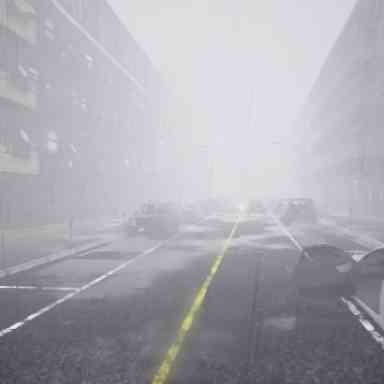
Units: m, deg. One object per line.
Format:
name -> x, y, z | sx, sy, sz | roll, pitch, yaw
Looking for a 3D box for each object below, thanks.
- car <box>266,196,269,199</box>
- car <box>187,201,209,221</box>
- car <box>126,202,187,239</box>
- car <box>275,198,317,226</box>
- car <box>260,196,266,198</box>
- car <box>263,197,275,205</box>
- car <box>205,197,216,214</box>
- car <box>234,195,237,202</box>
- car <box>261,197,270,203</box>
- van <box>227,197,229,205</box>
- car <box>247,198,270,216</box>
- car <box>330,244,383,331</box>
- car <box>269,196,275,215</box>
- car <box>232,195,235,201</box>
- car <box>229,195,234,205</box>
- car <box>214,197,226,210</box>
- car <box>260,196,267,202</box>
car -> 12.292, 1.663, 50.821 | 1.802, 1.307, 4.206 | -1, -1, 10
car -> 0.001, 1.782, 29.914 | 2.008, 1.369, 4.403 | -1, 0, 10
car -> -2.027, 1.510, 18.716 | 2.192, 1.841, 5.009 | -1, 0, 10
car -> 7.228, 1.295, 22.825 | 2.192, 1.841, 5.009 | -1, 0, 10
car -> 8.380, 1.603, 44.099 | 1.882, 1.535, 5.008 | -2, 0, 11
car -> 14.315, 1.676, 62.018 | 1.887, 1.381, 4.507 | -1, -1, 10
car -> 1.011, 1.690, 35.515 | 1.967, 1.590, 4.097 | -1, 0, 10
car -> 11.127, 1.829, 91.508 | 2.192, 1.841, 5.009 | -1, -1, 10
car -> 17.352, 1.801, 78.816 | 1.802, 1.307, 4.206 | -1, -1, 10
van -> 5.056, 1.680, 57.910 | 1.690, 1.788, 3.998 | -1, 0, 10
car -> 6.630, 1.653, 34.204 | 1.994, 1.385, 4.181 | -2, 0, 10
car -> 3.685, 1.464, 5.123 | 1.812, 1.442, 4.674 | -2, 0, 10
car -> 9.254, 1.457, 34.023 | 1.967, 1.590, 4.097 | -1, 0, 10
car -> 8.097, 2.004, 74.709 | 1.802, 1.307, 4.206 | -1, -1, 10
car -> 7.053, 1.917, 68.941 | 1.752, 1.417, 4.829 | -1, -1, 10
car -> 3.032, 1.606, 46.713 | 2.192, 1.841, 5.009 | -1, 0, 10
car -> 19.377, 1.863, 90.015 | 1.802, 1.307, 4.206 | -1, -1, 10
